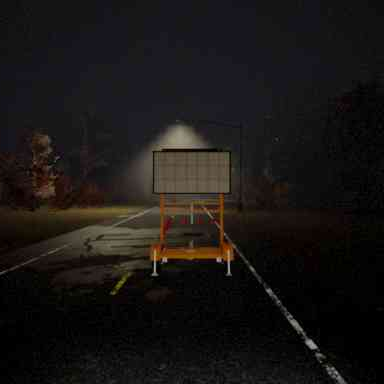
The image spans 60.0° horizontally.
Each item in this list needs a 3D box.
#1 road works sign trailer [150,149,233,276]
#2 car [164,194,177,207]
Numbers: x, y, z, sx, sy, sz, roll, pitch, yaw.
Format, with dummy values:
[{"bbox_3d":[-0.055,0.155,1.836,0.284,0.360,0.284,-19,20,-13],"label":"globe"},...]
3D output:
[{"bbox_3d":[-0.004,0.462,10.335,2.380,3.560,2.880,0,0,0],"label":"road works sign trailer"},{"bbox_3d":[-3.515,1.216,50.694,2.150,2.045,5.566,0,0,0],"label":"car"}]
